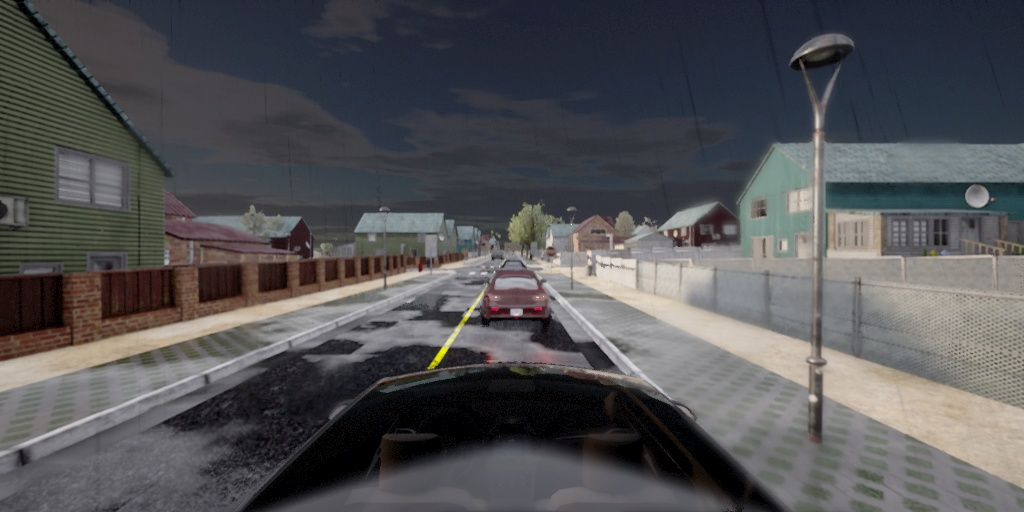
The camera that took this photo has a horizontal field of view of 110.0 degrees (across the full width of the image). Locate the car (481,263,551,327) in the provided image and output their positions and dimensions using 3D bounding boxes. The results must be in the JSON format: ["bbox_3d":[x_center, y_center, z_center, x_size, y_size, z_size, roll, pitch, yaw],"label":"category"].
[{"bbox_3d":[0.097,1.128,10.829,1.812,1.442,4.674,0,1,0],"label":"car"}]

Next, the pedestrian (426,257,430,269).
[{"bbox_3d":[-9.701,0.554,41.653,0.375,1.860,0.375,0,1,0],"label":"pedestrian"}]

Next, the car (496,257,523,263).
[{"bbox_3d":[0.093,0.951,24.049,1.994,1.385,4.181,0,1,0],"label":"car"}]
